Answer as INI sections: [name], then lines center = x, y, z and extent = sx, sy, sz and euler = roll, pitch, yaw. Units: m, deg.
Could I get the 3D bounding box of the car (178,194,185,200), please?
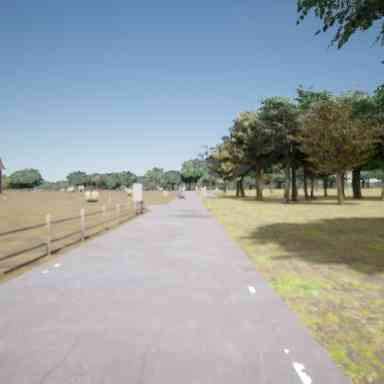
[car]
center = -2.736, 1.181, 85.652
extent = 2.033, 1.411, 5.357
euler = 0, 1, 0
